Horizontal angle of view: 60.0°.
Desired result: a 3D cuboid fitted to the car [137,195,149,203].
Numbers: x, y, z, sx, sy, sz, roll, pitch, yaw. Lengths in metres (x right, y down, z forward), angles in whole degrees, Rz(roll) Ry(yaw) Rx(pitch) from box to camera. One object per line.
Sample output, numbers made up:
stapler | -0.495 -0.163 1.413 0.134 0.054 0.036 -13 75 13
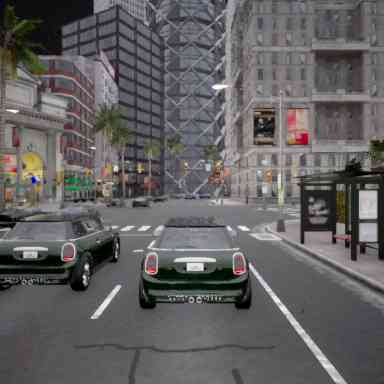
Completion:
car | -10.406 1.500 70.453 1.837 1.490 4.892 0 0 0

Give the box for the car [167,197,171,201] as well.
car | -6.883 1.500 80.840 1.837 1.490 4.892 0 0 0

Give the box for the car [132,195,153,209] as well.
car | -7.038 1.477 45.914 1.882 1.535 5.008 0 0 0

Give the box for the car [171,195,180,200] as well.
car | -4.972 1.552 94.999 1.994 1.385 4.181 0 0 16

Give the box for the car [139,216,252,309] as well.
car | 0.075 1.352 8.040 2.097 1.767 4.553 0 0 0

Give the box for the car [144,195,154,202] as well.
car | -10.389 1.500 80.697 1.837 1.490 4.892 0 0 0

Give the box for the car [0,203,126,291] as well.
car | -3.417 1.352 9.187 2.097 1.767 4.553 0 0 0

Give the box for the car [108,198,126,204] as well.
car | -10.535 1.564 46.499 1.994 1.385 4.181 0 0 0

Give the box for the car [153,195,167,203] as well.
car | -6.906 1.595 70.433 1.895 1.301 4.718 0 0 0
